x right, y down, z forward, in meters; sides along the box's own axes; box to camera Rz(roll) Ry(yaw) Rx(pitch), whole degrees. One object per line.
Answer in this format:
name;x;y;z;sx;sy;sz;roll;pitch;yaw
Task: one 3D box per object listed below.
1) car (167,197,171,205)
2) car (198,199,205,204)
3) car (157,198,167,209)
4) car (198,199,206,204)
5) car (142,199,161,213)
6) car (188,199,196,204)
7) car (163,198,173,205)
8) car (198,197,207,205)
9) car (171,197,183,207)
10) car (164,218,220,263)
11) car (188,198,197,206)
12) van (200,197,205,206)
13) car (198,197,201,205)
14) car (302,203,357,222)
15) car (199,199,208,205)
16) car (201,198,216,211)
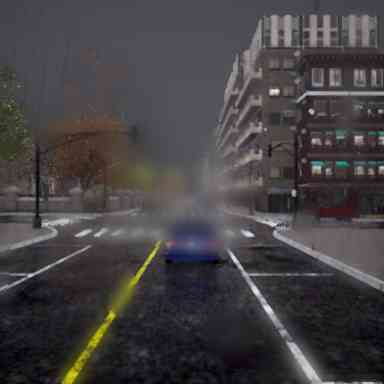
car;-5.687;1.981;61.820;2.192;1.841;5.009;0;-1;0
car;2.692;2.616;95.596;1.887;1.381;4.507;0;-1;0
car;-5.687;2.124;56.018;1.752;1.417;4.829;0;-1;0
car;2.692;2.552;89.966;2.008;1.369;4.403;0;-1;0
car;-5.687;2.040;44.927;1.947;1.339;4.313;0;-1;0
car;0.002;2.402;84.090;1.895;1.301;4.718;0;-1;0
car;-5.687;2.305;78.708;1.967;1.590;4.097;0;-1;0
car;2.694;2.248;84.339;2.192;1.841;5.009;0;-1;0
car;-3.011;2.081;67.087;2.097;1.767;4.553;0;-1;0
car;0.013;1.676;12.523;2.033;1.411;5.357;0;-1;0
car;0.001;2.403;74.053;1.895;1.301;4.718;0;-1;0
van;2.694;1.942;56.190;1.690;1.788;3.998;0;-1;0
car;2.693;2.172;67.448;1.967;1.590;4.097;0;-1;0
car;13.467;1.939;32.605;5.009;1.841;2.192;1;-2;-1
car;2.693;2.410;78.706;1.887;1.381;4.507;0;-1;0
car;2.693;2.082;50.557;1.887;1.381;4.507;0;-1;0
